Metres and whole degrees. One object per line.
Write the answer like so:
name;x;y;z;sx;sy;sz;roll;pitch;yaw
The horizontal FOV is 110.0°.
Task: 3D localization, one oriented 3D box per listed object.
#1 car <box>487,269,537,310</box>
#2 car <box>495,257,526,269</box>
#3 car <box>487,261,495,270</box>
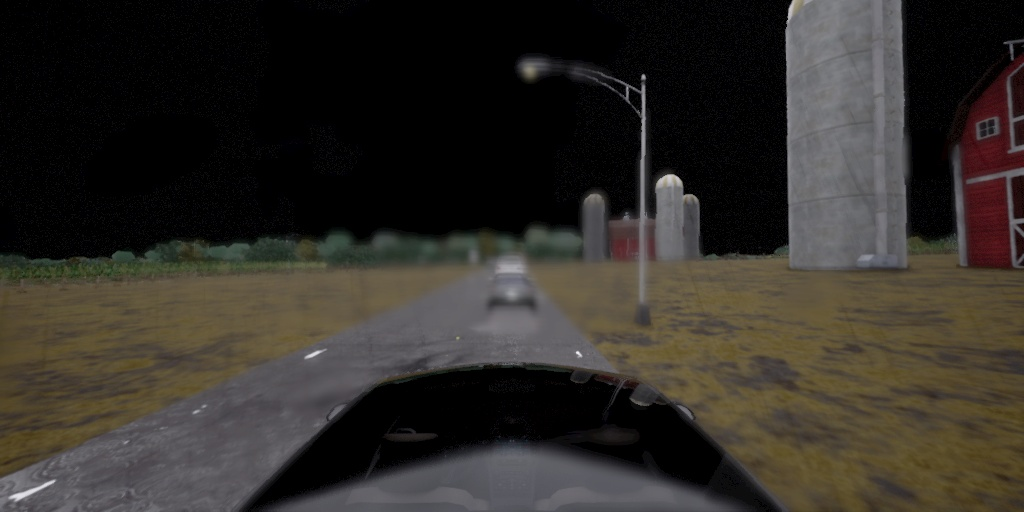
car;0.018;1.417;15.290;1.994;1.385;4.181;0;0;0
car;-0.004;1.113;29.429;2.150;2.045;5.566;0;0;0
car;-2.800;1.528;56.414;1.837;1.490;4.892;0;-1;0
